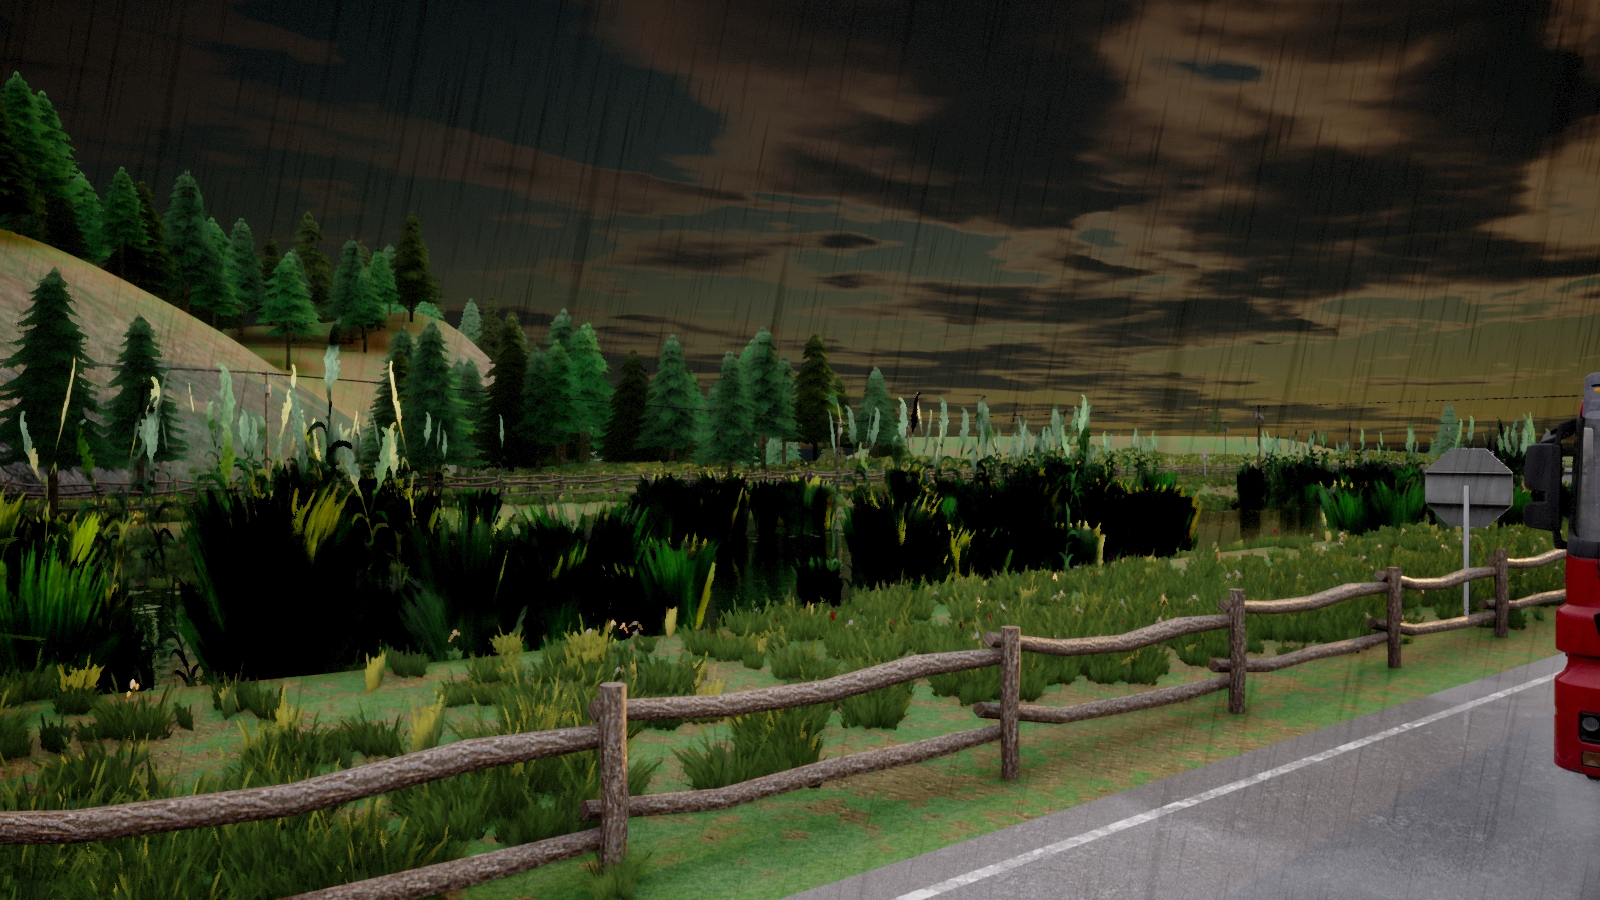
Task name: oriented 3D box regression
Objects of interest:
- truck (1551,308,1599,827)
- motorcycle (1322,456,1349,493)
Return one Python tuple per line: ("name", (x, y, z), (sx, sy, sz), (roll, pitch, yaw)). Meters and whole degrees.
("truck", (9.492, 0.862, 10.940), (2.891, 3.827, 8.468), (0, 0, 40))
("motorcycle", (34.935, 1.577, 74.481), (2.033, 2.348, 0.803), (0, 0, -39))
